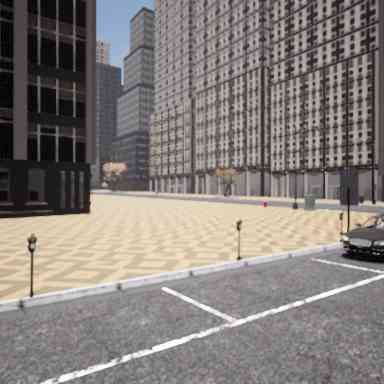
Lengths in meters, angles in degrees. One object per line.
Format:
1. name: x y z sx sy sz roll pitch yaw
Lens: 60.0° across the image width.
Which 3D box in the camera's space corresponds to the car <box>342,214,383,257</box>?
1. car: 7.047 1.454 11.710 4.403 1.369 2.008 -1 1 -35
